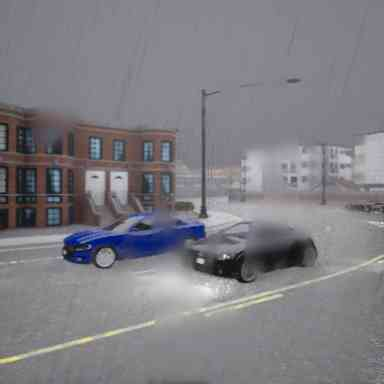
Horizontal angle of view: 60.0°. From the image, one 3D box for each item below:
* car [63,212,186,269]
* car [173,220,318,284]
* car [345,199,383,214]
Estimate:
[{"bbox_3d":[-1.764,1.484,11.360,5.008,1.535,1.882,-1,1,-36],"label":"car"},{"bbox_3d":[1.797,1.573,9.686,4.181,1.385,1.994,0,0,-38],"label":"car"},{"bbox_3d":[18.549,1.537,35.774,2.128,1.511,4.902,0,0,-9],"label":"car"}]
